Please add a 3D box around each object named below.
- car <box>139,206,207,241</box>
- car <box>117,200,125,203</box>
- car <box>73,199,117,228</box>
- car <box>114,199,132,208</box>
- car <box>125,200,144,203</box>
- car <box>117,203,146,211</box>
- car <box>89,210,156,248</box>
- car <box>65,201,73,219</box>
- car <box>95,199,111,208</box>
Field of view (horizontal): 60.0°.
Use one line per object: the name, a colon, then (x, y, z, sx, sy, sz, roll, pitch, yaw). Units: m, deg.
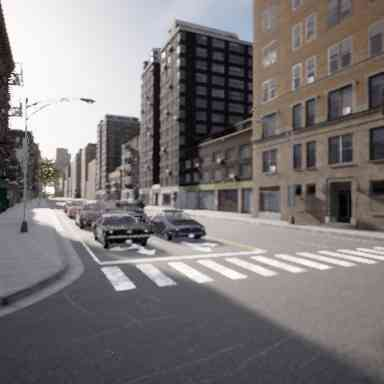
car: (-1.081, 1.726, 18.310, 2.033, 1.411, 5.357, 1, -1, -24)
car: (-8.985, 1.882, 36.220, 1.812, 1.442, 4.674, 1, -1, -24)
car: (-7.008, 1.552, 23.697, 2.097, 1.767, 4.553, 1, -1, -24)
car: (-12.699, 2.146, 61.132, 2.128, 1.511, 4.902, 1, -1, -24)
car: (-8.597, 2.050, 51.881, 1.882, 1.535, 5.008, 1, -1, -24)
car: (-4.867, 1.829, 26.868, 1.994, 1.385, 4.181, 1, -1, -24)
car: (-3.423, 1.718, 15.560, 1.895, 1.301, 4.718, 1, -1, -24)
car: (-11.121, 1.644, 33.010, 2.097, 1.767, 4.553, 1, -1, -24)
car: (-16.512, 2.116, 61.604, 2.128, 1.511, 4.902, 1, -1, -23)
